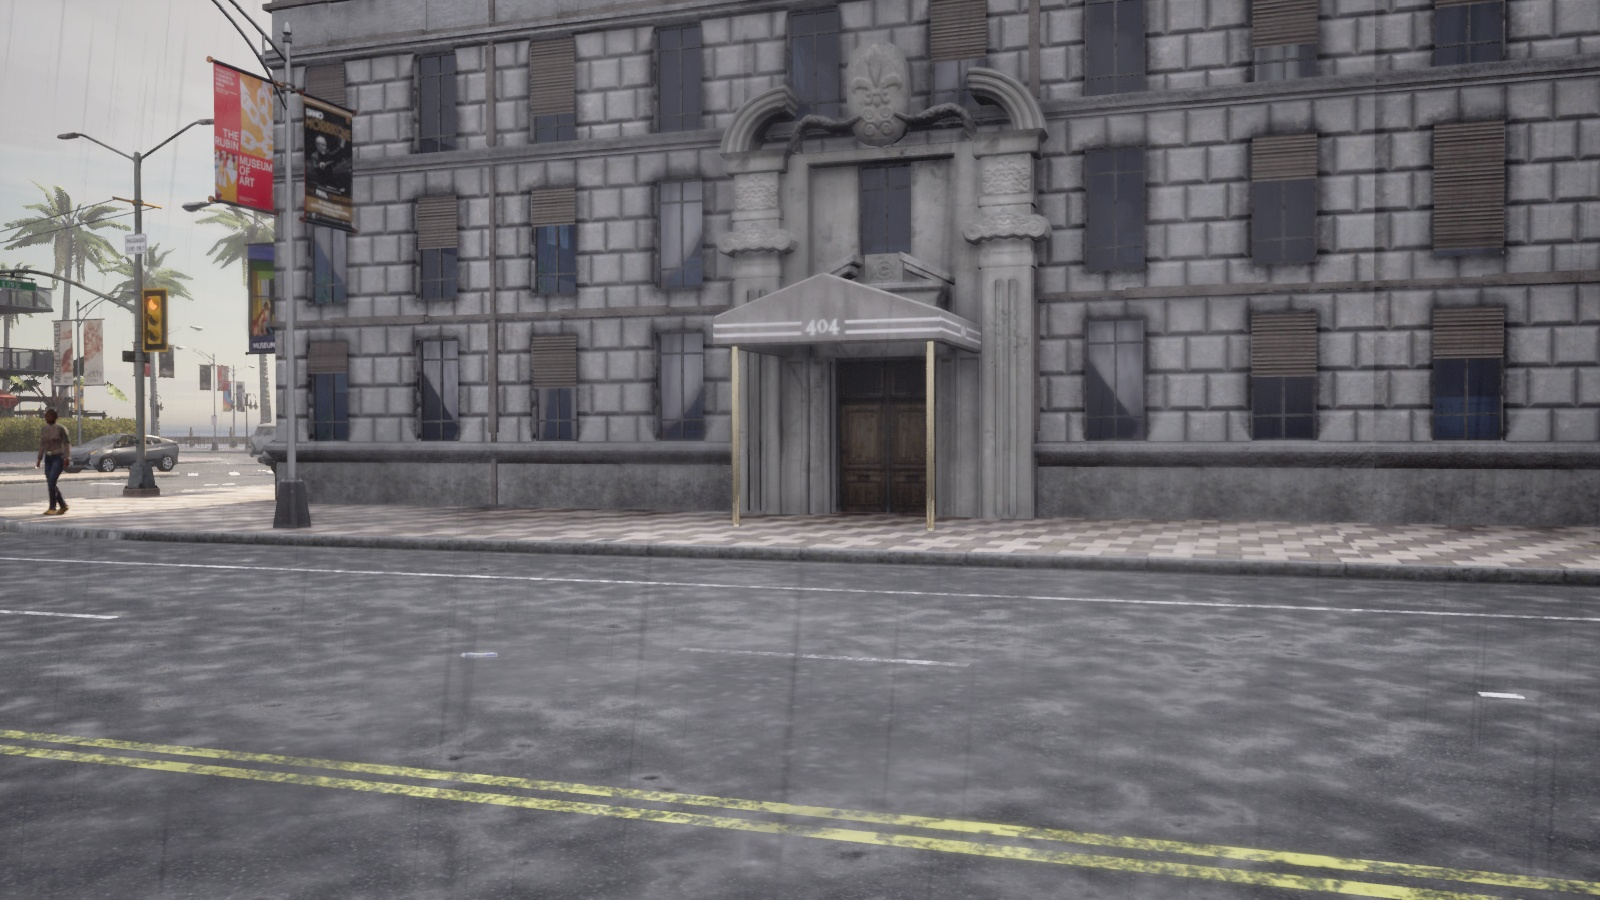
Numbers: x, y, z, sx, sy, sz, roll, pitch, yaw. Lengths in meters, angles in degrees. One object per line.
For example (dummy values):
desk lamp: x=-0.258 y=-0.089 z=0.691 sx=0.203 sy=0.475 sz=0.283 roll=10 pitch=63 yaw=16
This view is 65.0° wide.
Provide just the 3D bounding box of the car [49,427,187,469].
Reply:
car: x=-26.233 y=-0.102 z=48.491 sx=2.007 sy=1.525 sz=4.514 roll=1 pitch=1 yaw=19

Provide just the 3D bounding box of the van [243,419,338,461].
van: x=-25.221 y=-0.513 z=62.321 sx=1.775 sy=1.987 sz=4.442 roll=1 pitch=1 yaw=22

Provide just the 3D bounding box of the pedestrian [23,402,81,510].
pedestrian: x=-12.759 y=0.092 z=21.433 sx=0.328 sy=1.805 sz=0.869 roll=0 pitch=1 yaw=13
